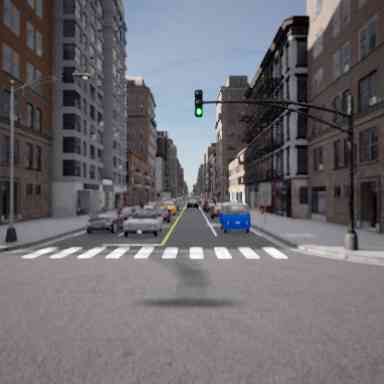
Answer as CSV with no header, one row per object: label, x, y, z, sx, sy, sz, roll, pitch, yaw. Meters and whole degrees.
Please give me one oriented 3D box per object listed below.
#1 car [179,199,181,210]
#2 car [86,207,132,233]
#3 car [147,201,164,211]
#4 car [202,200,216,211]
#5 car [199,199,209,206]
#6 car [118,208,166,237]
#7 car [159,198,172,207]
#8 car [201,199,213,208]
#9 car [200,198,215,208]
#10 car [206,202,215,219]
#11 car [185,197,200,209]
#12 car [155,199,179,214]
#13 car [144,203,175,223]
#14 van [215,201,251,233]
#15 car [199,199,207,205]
car,-2.782,2.142,48.692,1.895,1.301,4.718,0,-1,0
car,-5.377,1.789,21.091,2.008,1.369,4.403,0,-1,0
car,-5.360,2.115,49.499,1.947,1.339,4.313,0,-1,0
car,2.662,2.072,43.818,1.802,1.307,4.206,0,-1,0
car,2.678,2.340,72.223,2.008,1.369,4.403,0,-1,0
car,-2.809,1.824,19.798,1.895,1.301,4.718,0,-1,-1
car,-5.350,2.044,66.545,2.192,1.841,5.009,0,-1,0
car,2.672,2.110,60.863,1.967,1.590,4.097,0,-1,0
car,2.665,1.865,49.502,2.192,1.841,5.009,0,-1,0
car,2.655,1.948,32.456,1.802,1.307,4.206,0,-1,0
car,0.141,2.091,55.516,1.882,1.535,5.008,0,-1,0
car,-2.821,1.910,38.589,1.882,1.535,5.008,0,-1,0
car,-2.830,1.890,28.942,1.994,1.385,4.181,0,-1,0
van,2.648,1.579,21.097,1.690,1.788,3.998,0,-1,0
car,2.685,2.475,83.585,1.947,1.339,4.313,0,-1,0
